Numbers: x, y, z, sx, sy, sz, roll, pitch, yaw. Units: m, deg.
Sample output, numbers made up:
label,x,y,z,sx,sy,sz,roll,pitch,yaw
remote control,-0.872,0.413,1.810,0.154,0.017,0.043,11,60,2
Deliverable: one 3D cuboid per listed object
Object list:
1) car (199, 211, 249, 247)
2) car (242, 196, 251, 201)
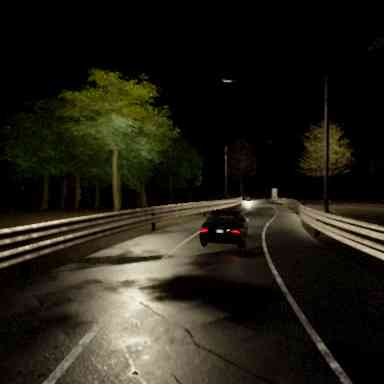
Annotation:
label,x,y,z,sx,sy,sz,roll,pitch,yaw
car,1.554,1.553,15.189,2.033,1.411,5.357,0,0,11
car,13.205,1.555,82.498,1.895,1.301,4.718,0,0,-2
